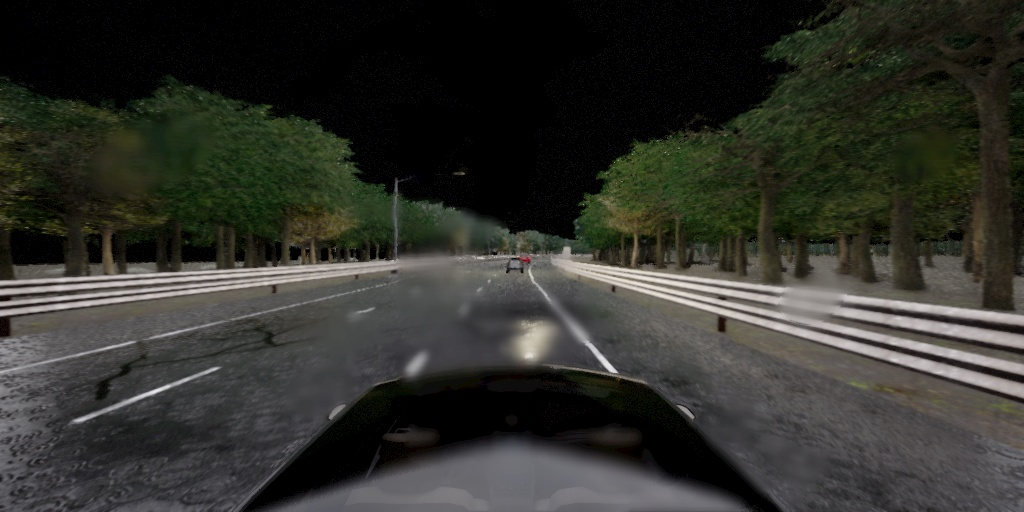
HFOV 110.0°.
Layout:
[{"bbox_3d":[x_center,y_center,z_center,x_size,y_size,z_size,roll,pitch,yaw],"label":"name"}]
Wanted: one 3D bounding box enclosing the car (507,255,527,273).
[{"bbox_3d":[0.419,1.033,41.638,2.033,1.649,4.856,0,0,2],"label":"car"}]
